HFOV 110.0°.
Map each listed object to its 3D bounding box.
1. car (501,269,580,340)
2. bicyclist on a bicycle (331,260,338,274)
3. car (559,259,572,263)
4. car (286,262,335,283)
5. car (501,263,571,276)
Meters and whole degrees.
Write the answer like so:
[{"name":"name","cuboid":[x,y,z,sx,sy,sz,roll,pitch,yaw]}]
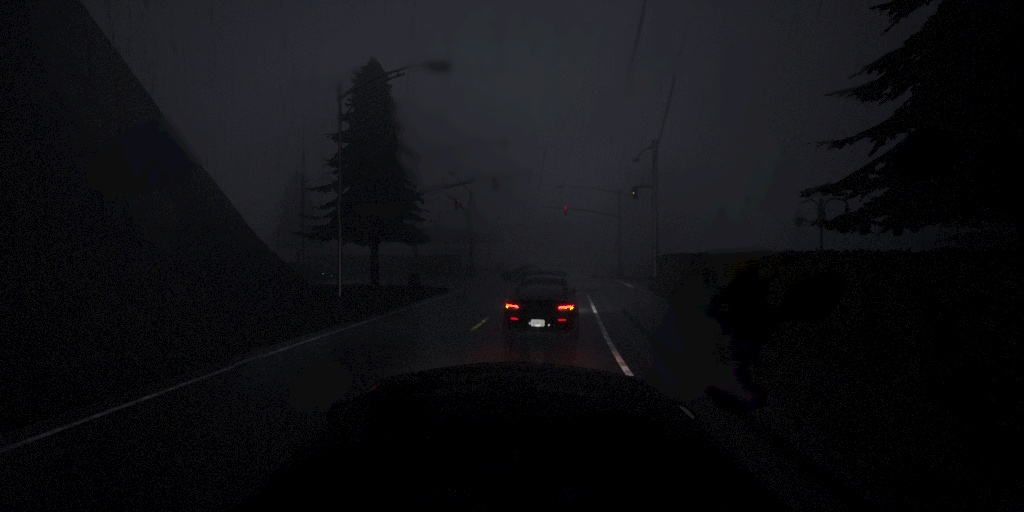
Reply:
[{"name":"car","cuboid":[0.904,1.274,9.996,1.812,1.442,4.674,0,0,9]},{"name":"bicyclist on a bicycle","cuboid":[-17.424,1.198,35.244,0.582,1.620,1.656,0,0,8]},{"name":"car","cuboid":[8.344,1.218,56.142,1.882,1.535,5.008,0,0,9]},{"name":"car","cuboid":[-16.282,1.248,27.939,4.892,1.490,1.837,1,0,9]},{"name":"car","cuboid":[1.694,1.347,25.277,4.718,1.301,1.895,0,0,8]}]
